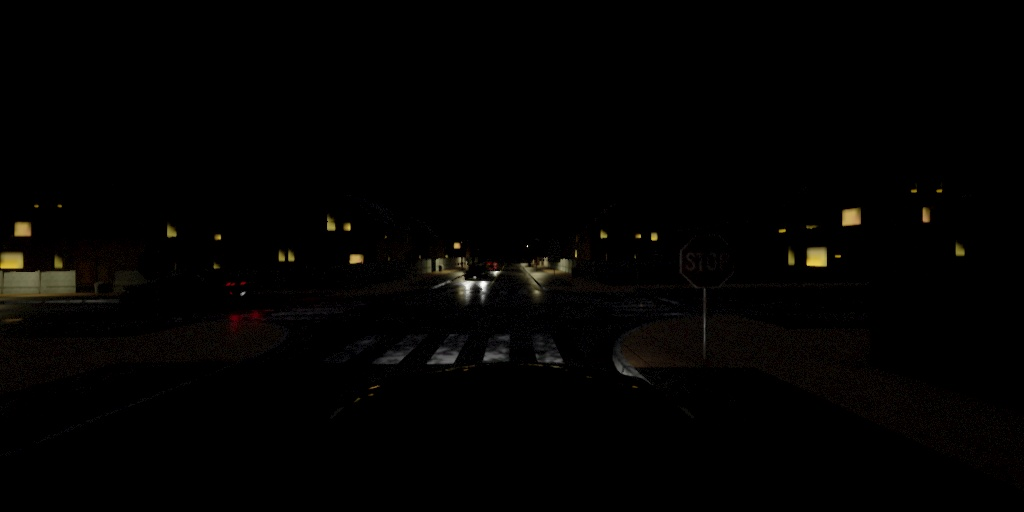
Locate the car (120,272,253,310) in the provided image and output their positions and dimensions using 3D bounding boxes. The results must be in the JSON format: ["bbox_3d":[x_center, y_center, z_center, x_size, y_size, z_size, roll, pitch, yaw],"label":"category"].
[{"bbox_3d":[-13.810,1.425,15.327,4.902,1.511,2.128,-1,0,3],"label":"car"}]

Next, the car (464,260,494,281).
[{"bbox_3d":[-2.911,1.279,30.610,2.033,1.411,5.357,0,0,0],"label":"car"}]

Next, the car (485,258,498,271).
[{"bbox_3d":[-2.939,1.072,48.443,2.097,1.767,4.553,0,0,0],"label":"car"}]
